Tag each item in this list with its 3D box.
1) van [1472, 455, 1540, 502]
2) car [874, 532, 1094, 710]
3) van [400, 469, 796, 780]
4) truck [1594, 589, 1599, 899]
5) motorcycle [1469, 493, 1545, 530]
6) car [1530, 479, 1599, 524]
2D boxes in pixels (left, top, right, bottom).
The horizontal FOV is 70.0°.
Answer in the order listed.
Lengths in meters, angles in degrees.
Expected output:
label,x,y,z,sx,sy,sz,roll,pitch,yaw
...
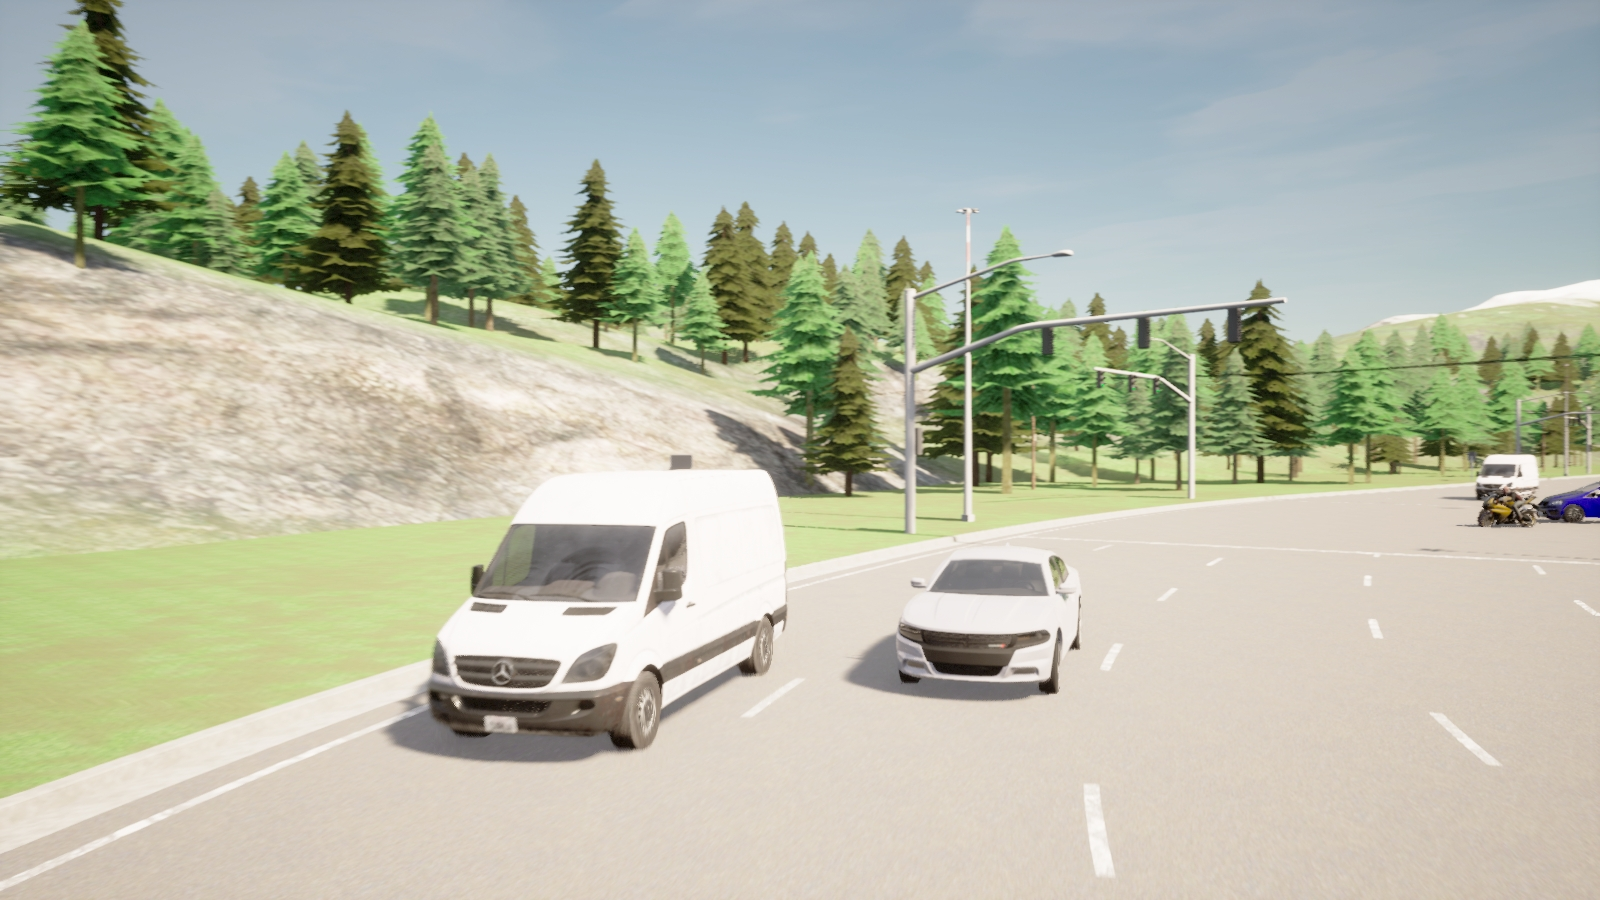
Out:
label,x,y,z,sx,sy,sz,roll,pitch,yaw
van,40.451,1.571,65.377,5.915,2.561,1.988,0,0,-45
car,2.615,2.037,14.992,2.097,1.535,5.006,0,0,18
van,-1.826,1.533,12.837,1.988,2.561,5.915,0,0,16
truck,3.226,1.572,0.230,2.627,2.467,5.204,0,0,2
motorcycle,25.704,2.228,41.568,2.209,1.251,0.867,0,2,-3
car,31.404,1.996,44.449,4.611,1.667,2.242,0,0,15
